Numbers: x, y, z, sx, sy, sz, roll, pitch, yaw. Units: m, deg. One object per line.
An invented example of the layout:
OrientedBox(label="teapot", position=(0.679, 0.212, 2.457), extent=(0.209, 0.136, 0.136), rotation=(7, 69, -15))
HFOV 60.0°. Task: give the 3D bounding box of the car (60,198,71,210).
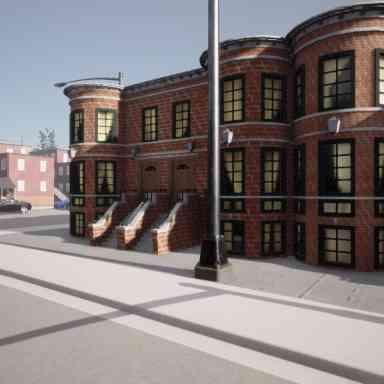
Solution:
OrientedBox(label="car", position=(-13.338, 1.599, 41.185), extent=(1.895, 1.301, 4.718), rotation=(0, 0, 36))

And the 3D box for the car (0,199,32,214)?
OrientedBox(label="car", position=(-18.780, 1.492, 33.586), extent=(2.128, 1.511, 4.902), rotation=(0, 0, 36))

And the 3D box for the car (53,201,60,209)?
OrientedBox(label="car", position=(-15.740, 1.478, 43.847), extent=(1.882, 1.535, 5.008), rotation=(0, 0, 35))
